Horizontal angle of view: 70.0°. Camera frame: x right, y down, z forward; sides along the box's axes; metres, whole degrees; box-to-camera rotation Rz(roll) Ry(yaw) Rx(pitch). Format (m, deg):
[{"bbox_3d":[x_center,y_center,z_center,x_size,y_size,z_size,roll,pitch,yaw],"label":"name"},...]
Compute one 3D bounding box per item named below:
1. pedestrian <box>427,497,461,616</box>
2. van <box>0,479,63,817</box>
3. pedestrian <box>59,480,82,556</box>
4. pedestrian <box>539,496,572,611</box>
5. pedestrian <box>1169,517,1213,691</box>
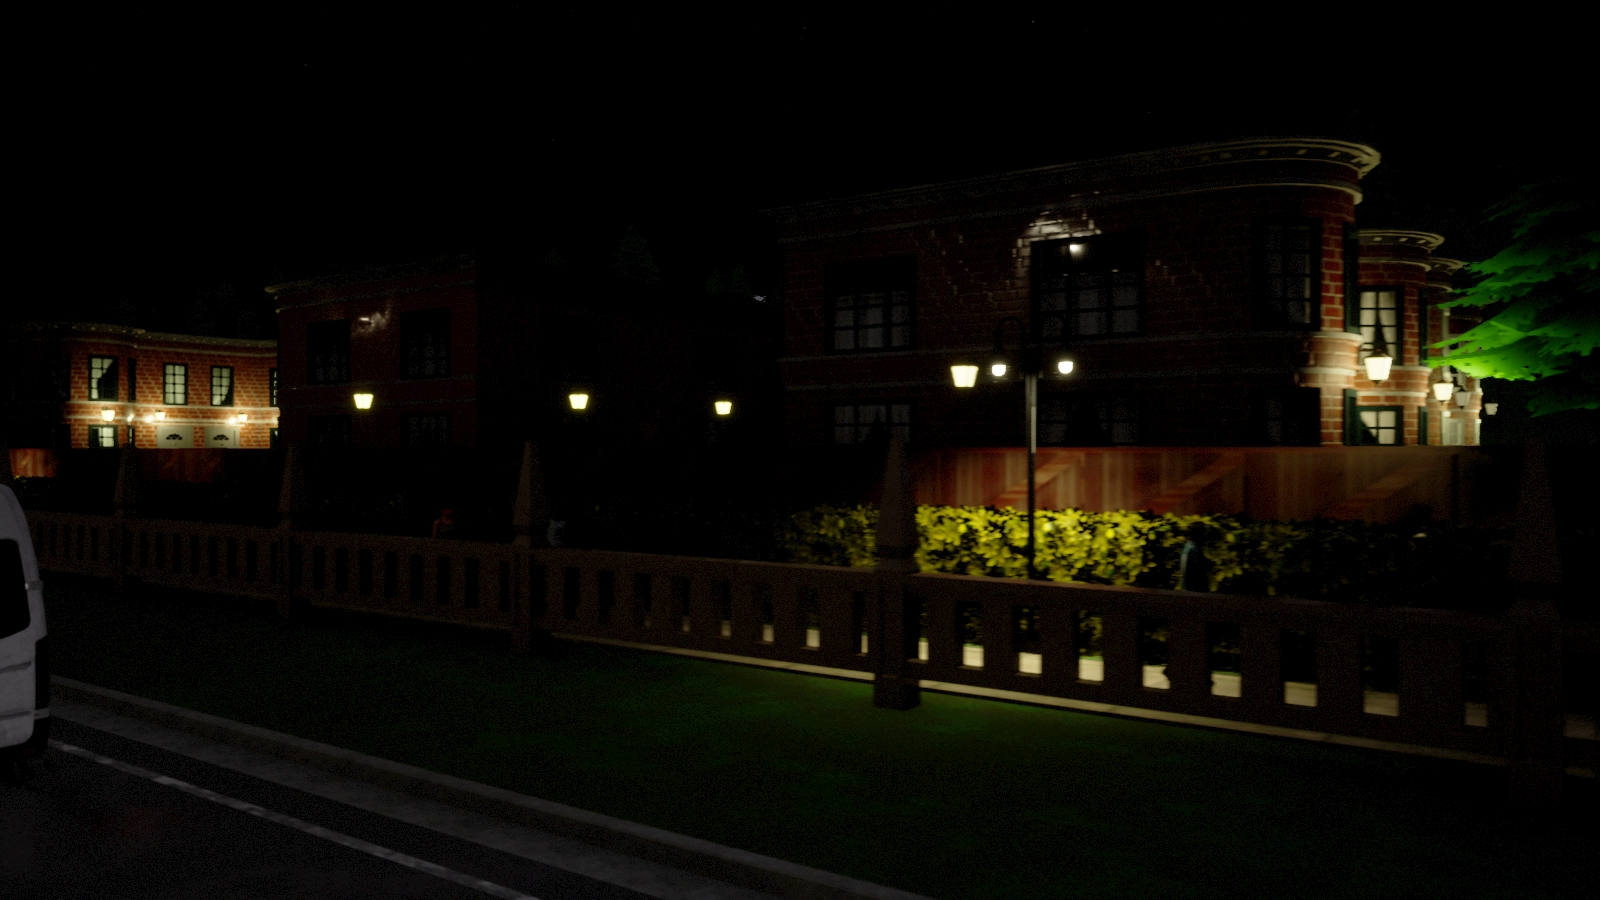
[{"bbox_3d":[-5.723,1.697,18.355,0.375,1.860,0.375,0,0,35],"label":"pedestrian"},{"bbox_3d":[-8.868,1.534,9.990,5.915,2.561,1.988,0,0,35],"label":"van"},{"bbox_3d":[-18.283,1.697,28.650,0.375,1.860,0.375,0,0,35],"label":"pedestrian"},{"bbox_3d":[-4.052,1.697,18.942,0.375,1.860,0.375,0,0,37],"label":"pedestrian"},{"bbox_3d":[4.342,1.695,12.685,0.375,1.860,0.375,0,0,33],"label":"pedestrian"}]
